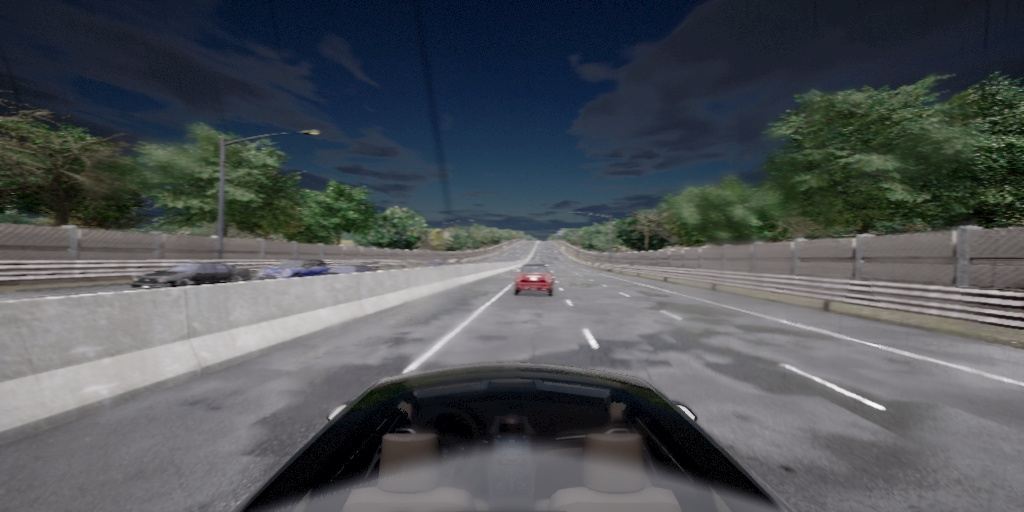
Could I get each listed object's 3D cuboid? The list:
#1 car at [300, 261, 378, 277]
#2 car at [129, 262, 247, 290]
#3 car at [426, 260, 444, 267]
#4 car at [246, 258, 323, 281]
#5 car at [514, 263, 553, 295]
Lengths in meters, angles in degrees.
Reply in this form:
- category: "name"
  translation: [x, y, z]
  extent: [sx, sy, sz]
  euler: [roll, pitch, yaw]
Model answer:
- category: "car"
  translation: [-9.403, 1.190, 20.813]
  extent: [2.033, 1.411, 5.357]
  euler: [1, 0, 5]
- category: "car"
  translation: [-16.573, 1.029, 19.073]
  extent: [2.033, 1.411, 5.357]
  euler: [1, 0, 5]
- category: "car"
  translation: [-12.937, 1.291, 60.672]
  extent: [1.895, 1.301, 4.718]
  euler: [1, -1, 5]
- category: "car"
  translation: [-12.855, 0.924, 21.406]
  extent: [2.097, 1.767, 4.553]
  euler: [1, 0, 5]
- category: "car"
  translation: [1.322, 1.221, 20.930]
  extent: [2.097, 1.767, 4.553]
  euler: [1, 0, 5]
